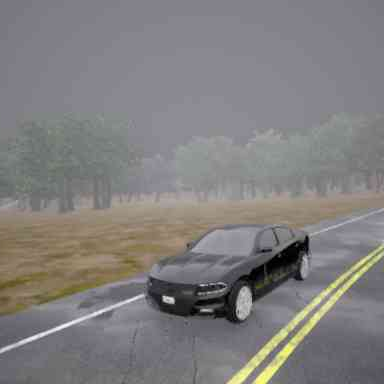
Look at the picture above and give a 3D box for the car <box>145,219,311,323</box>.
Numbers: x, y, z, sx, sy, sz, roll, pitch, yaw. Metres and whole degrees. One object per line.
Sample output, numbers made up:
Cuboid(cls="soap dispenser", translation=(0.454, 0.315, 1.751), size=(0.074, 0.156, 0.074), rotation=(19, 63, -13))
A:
Cuboid(cls="car", translation=(1.102, 1.450, 7.491), size=(1.882, 1.535, 5.008), rotation=(-2, 0, 37))
